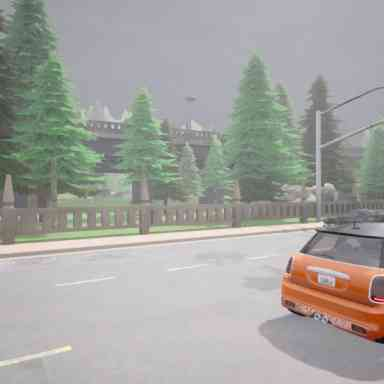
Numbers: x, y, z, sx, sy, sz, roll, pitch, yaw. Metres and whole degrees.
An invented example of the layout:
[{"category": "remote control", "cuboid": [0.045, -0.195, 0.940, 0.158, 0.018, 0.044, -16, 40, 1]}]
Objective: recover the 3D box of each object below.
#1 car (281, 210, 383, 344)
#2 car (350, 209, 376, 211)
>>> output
[{"category": "car", "cuboid": [3.850, 1.352, 6.131, 4.553, 1.767, 2.097, 0, 0, -31]}, {"category": "car", "cuboid": [9.165, 1.601, 17.834, 4.718, 1.301, 1.895, 0, 0, -32]}]
